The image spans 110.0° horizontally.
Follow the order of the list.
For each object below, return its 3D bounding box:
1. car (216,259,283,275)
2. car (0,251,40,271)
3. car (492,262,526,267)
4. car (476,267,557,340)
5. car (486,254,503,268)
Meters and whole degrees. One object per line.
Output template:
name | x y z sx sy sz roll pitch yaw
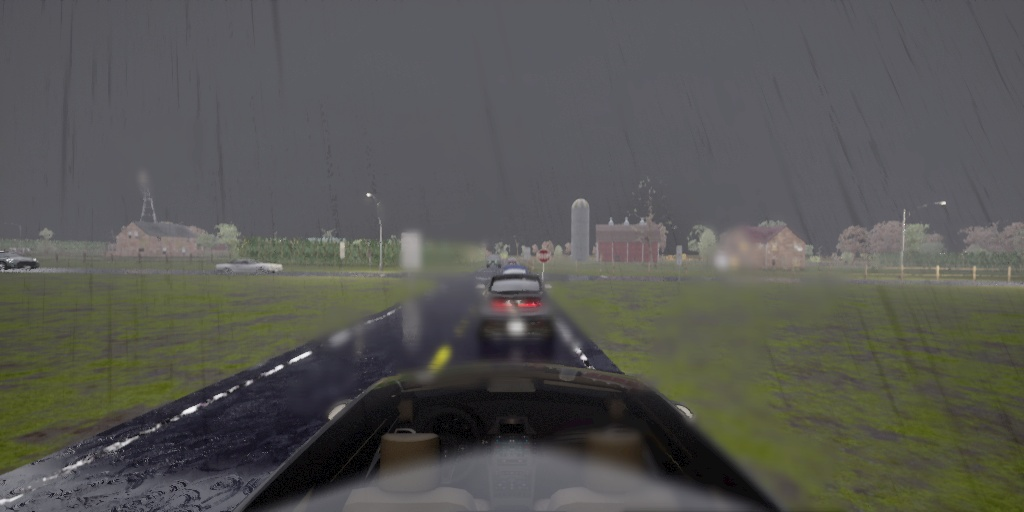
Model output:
car | -22.842 0.939 31.359 4.718 1.301 1.895 1 1 0
car | -44.497 0.360 31.318 4.553 1.767 2.097 1 1 0
car | 0.151 1.206 18.772 1.812 1.442 4.674 0 0 2
car | 0.102 1.220 9.844 1.837 1.490 4.892 0 0 0
car | -2.811 0.787 55.338 2.150 2.045 5.566 0 0 1
